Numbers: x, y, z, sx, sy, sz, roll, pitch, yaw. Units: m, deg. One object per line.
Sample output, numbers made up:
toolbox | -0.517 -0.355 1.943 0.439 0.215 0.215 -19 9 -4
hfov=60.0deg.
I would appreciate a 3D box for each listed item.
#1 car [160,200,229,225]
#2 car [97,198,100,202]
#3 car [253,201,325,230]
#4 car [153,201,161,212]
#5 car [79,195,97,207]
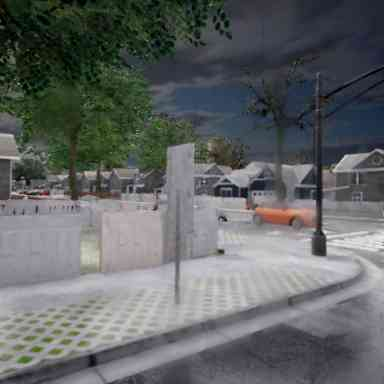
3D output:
car | 0.203 1.538 23.841 2.033 1.411 5.357 1 -1 -37
car | -15.224 1.248 49.458 1.837 1.490 4.892 1 0 -37
car | 6.156 1.386 21.425 2.097 1.767 4.553 1 -1 -38
car | -1.829 1.486 31.835 1.882 1.535 5.008 1 0 -37
car | -14.361 1.379 42.902 1.895 1.301 4.718 1 0 -37
